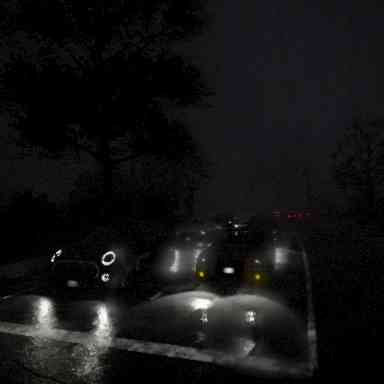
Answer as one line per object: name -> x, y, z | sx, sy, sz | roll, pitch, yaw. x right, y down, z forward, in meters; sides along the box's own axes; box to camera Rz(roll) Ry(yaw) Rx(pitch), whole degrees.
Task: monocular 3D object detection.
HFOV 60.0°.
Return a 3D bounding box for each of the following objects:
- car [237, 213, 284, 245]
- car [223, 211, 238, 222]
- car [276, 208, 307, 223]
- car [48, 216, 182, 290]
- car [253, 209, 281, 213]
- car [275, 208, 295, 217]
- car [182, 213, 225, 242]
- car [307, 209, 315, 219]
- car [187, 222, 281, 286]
car -> 3.910, 2.081, 18.352 | 1.994, 1.385, 4.181 | -2, -2, 15
car -> 2.709, 2.555, 28.522 | 1.895, 1.301, 4.718 | -1, -2, 11
car -> 11.458, 2.771, 38.735 | 2.033, 1.411, 5.357 | -1, -2, 6
car -> -2.201, 1.698, 10.247 | 2.097, 1.767, 4.553 | -2, -2, 19
car -> 6.129, 2.394, 27.918 | 1.812, 1.442, 4.674 | -1, -2, 11
car -> 15.611, 3.417, 55.932 | 1.994, 1.385, 4.181 | -1, -2, -2
car -> 0.407, 2.118, 18.758 | 1.812, 1.442, 4.674 | -2, -2, 15
car -> 15.498, 3.006, 45.958 | 1.994, 1.385, 4.181 | -1, -2, 3
car -> 1.520, 1.842, 10.294 | 1.994, 1.385, 4.181 | -2, -2, 17
